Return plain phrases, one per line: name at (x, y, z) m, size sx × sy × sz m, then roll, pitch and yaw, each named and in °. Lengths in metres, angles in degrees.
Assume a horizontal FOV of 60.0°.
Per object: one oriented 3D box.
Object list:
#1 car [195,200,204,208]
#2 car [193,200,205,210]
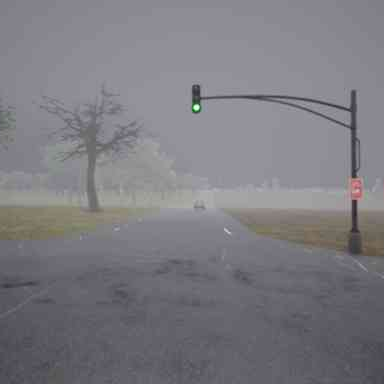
car at (1.507, 2.425, 66.033) m, size 1.837 × 1.490 × 4.892 m, roll 0°, pitch -2°, yaw 2°
car at (1.242, 2.235, 55.998) m, size 1.994 × 1.385 × 4.181 m, roll 0°, pitch -1°, yaw 2°
